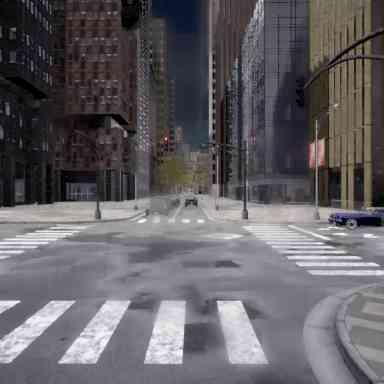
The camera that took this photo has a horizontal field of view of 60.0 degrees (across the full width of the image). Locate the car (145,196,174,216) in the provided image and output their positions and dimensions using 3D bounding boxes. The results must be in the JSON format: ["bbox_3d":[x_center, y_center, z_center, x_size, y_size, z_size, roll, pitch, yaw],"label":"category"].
[{"bbox_3d":[-3.203,1.350,32.095,2.097,1.767,4.553,0,0,0],"label":"car"}]

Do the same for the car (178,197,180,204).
[{"bbox_3d":[-3.207,1.502,52.332,1.837,1.490,4.892,0,0,0],"label":"car"}]

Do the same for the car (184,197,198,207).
[{"bbox_3d":[-0.105,1.502,52.096,1.837,1.490,4.892,0,0,0],"label":"car"}]

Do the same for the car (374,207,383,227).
[{"bbox_3d":[13.018,1.232,17.377,5.566,2.045,2.150,0,0,0],"label":"car"}]

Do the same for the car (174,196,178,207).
[{"bbox_3d":[-3.226,1.489,42.145,2.128,1.511,4.902,0,0,0],"label":"car"}]

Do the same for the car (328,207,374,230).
[{"bbox_3d":[11.029,1.602,20.629,4.718,1.301,1.895,0,0,0],"label":"car"}]

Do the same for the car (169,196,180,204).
[{"bbox_3d":[-3.257,1.475,62.708,1.882,1.535,5.008,0,0,0],"label":"car"}]
